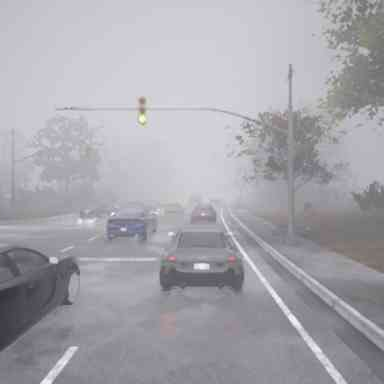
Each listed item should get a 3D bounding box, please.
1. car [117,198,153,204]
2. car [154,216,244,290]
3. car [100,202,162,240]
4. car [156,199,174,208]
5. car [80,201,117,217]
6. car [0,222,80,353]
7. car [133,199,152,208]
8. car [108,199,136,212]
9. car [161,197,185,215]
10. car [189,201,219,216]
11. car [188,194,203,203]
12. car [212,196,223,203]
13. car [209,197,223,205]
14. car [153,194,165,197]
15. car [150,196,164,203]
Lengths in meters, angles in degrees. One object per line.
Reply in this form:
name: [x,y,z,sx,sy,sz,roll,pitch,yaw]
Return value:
car: [-5.808,1.626,33.881,2.128,1.511,4.902,0,0,4]
car: [0.245,1.601,9.235,1.994,1.385,4.181,0,0,1]
car: [-3.009,1.547,17.511,1.882,1.535,5.008,0,0,2]
car: [-4.136,1.809,52.297,1.895,1.301,4.718,0,0,7]
car: [-9.397,1.620,32.725,2.128,1.511,4.902,0,0,4]
car: [-3.323,1.498,5.079,1.882,1.535,5.008,0,0,1]
car: [-7.701,1.770,51.886,1.994,1.385,4.181,0,0,6]
car: [-8.684,1.657,41.924,2.128,1.511,4.902,0,0,5]
car: [-1.809,1.623,36.479,1.882,1.535,5.008,0,0,3]
car: [0.970,1.673,27.136,1.994,1.385,4.181,0,0,3]
car: [0.678,1.469,61.713,2.150,2.045,5.566,0,0,7]
car: [5.804,1.706,73.994,2.033,1.411,5.357,0,0,9]
car: [4.343,1.734,63.837,1.882,1.535,5.008,0,0,8]
car: [-6.422,1.470,62.502,2.150,2.045,5.566,0,0,7]
car: [-5.067,1.676,43.151,1.837,1.490,4.892,0,0,5]
